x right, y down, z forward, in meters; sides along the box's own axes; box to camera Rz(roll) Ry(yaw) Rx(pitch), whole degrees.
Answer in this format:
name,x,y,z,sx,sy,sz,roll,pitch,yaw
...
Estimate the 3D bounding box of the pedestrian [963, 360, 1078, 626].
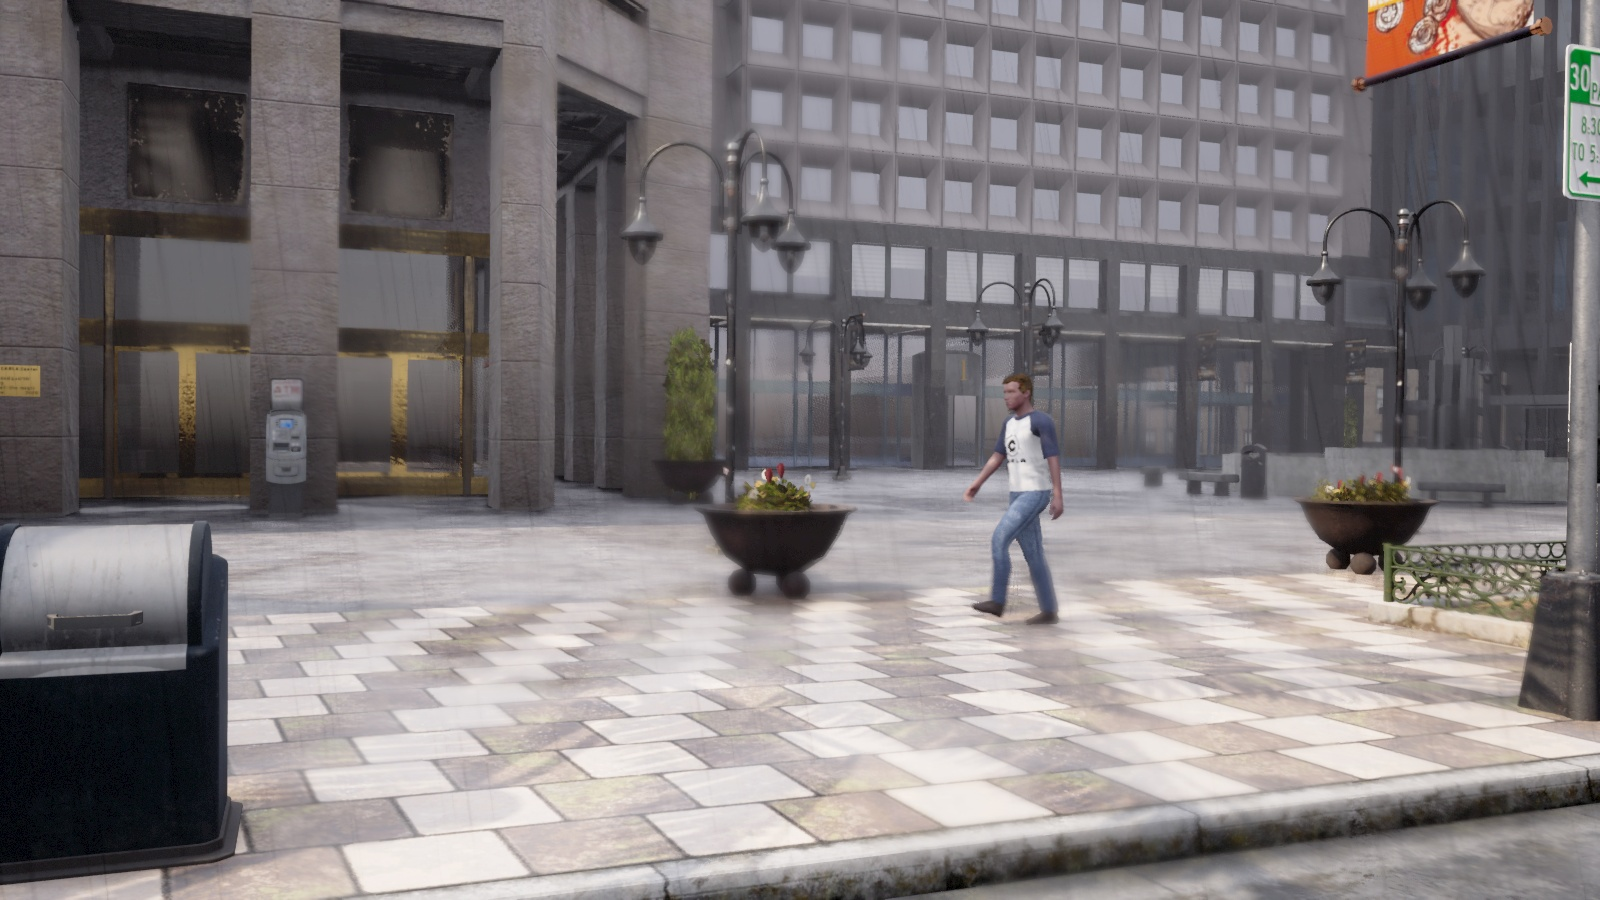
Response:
name,x,y,z,sx,sy,sz,roll,pitch,yaw
pedestrian,1.571,0.292,8.957,0.706,1.836,0.354,-1,1,-20
